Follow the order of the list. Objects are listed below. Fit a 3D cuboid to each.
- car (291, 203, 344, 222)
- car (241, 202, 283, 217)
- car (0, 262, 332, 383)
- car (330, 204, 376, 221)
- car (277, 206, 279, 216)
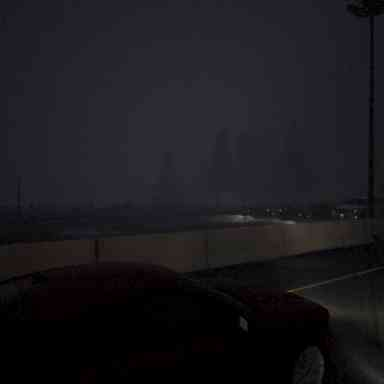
[{"bbox_3d":[10.889,1.694,28.773,4.892,1.490,1.837,1,-1,-35],"label":"car"},{"bbox_3d":[7.354,1.779,34.841,4.181,1.385,1.994,1,0,-35],"label":"car"},{"bbox_3d":[-0.614,1.479,3.309,5.008,1.535,1.882,0,0,-35],"label":"car"},{"bbox_3d":[13.366,1.402,26.233,5.566,2.045,2.150,1,0,-35],"label":"car"},{"bbox_3d":[9.317,1.788,31.943,4.718,1.301,1.895,1,0,-35],"label":"car"}]
